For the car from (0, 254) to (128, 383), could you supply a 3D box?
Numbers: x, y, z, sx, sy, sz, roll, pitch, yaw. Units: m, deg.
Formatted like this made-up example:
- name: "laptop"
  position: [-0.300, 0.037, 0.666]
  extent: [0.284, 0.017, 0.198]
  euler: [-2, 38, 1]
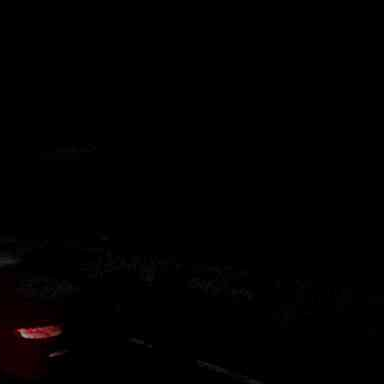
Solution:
- name: "car"
  position: [-2.795, 1.624, 5.057]
  extent: [4.206, 1.307, 1.802]
  euler: [-1, 0, 35]
